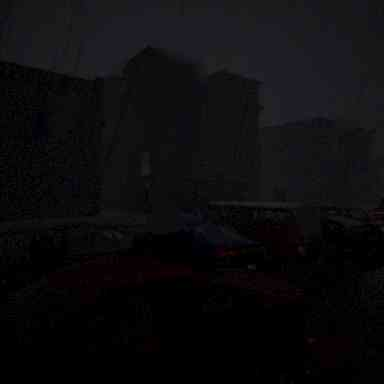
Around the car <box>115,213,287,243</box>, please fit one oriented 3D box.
[{"bbox_3d":[-0.115,1.514,9.351,2.097,1.535,5.008,0,0,-35],"label":"car"}]

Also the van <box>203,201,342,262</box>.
[{"bbox_3d":[2.218,1.307,10.875,1.878,1.987,4.442,0,0,-35],"label":"van"}]

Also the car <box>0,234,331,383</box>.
[{"bbox_3d":[-0.938,1.484,3.322,5.008,1.535,1.882,0,0,-35],"label":"car"}]

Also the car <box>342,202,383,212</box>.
[{"bbox_3d":[6.769,1.444,14.296,2.185,1.767,4.553,0,0,-35],"label":"car"}]

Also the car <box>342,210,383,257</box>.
[{"bbox_3d":[4.421,1.552,12.578,2.231,1.521,4.892,0,0,-35],"label":"car"}]

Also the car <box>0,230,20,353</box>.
[{"bbox_3d":[-4.653,1.517,6.125,2.002,1.452,4.674,1,0,-35],"label":"car"}]

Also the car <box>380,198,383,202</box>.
[{"bbox_3d":[13.504,1.369,19.017,2.435,2.045,5.566,0,0,-35],"label":"car"}]
